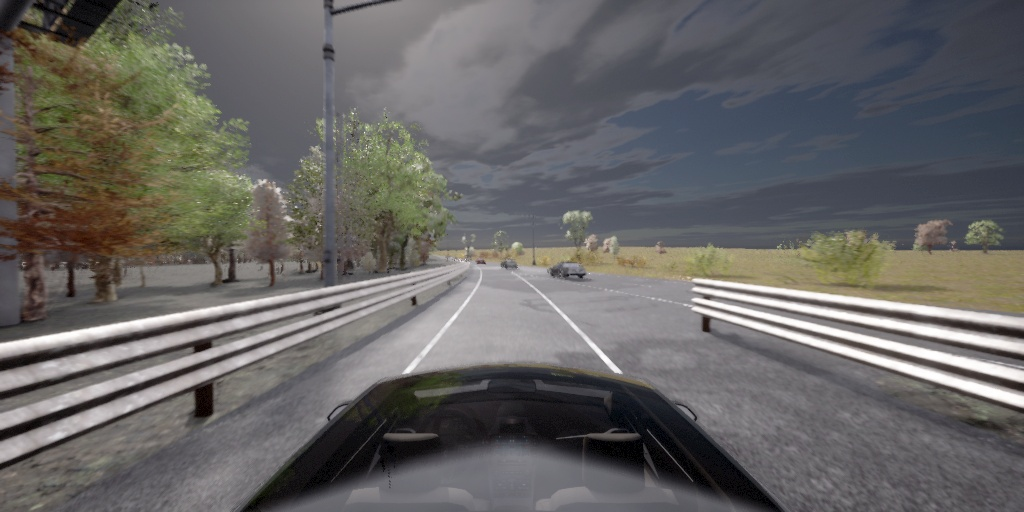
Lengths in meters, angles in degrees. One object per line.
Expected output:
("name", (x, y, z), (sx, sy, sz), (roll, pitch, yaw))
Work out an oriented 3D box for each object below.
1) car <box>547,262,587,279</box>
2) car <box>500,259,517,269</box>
("car", (4.721, 1.231, 31.316), (2.033, 1.411, 5.357), (0, 0, -13))
("car", (-0.548, 1.227, 54.734), (2.128, 1.511, 4.902), (0, 0, -13))
